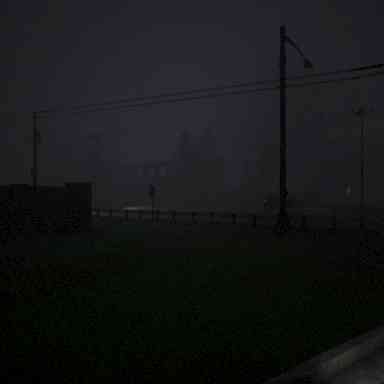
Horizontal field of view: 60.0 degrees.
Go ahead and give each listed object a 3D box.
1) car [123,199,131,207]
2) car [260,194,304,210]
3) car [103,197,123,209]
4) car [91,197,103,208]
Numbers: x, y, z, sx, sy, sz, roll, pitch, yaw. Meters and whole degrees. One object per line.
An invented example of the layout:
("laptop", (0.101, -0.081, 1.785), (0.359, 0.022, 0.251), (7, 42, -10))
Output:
("car", (-11.311, 1.507, 49.555), (4.892, 1.490, 1.837), (0, 0, 27))
("car", (11.798, 1.228, 43.658), (5.566, 2.045, 2.150), (0, 1, -4))
("car", (-12.555, 1.493, 46.131), (4.902, 1.511, 2.128), (0, 0, 29))
("car", (-14.395, 1.493, 43.149), (4.902, 1.511, 2.128), (0, 0, 29))
